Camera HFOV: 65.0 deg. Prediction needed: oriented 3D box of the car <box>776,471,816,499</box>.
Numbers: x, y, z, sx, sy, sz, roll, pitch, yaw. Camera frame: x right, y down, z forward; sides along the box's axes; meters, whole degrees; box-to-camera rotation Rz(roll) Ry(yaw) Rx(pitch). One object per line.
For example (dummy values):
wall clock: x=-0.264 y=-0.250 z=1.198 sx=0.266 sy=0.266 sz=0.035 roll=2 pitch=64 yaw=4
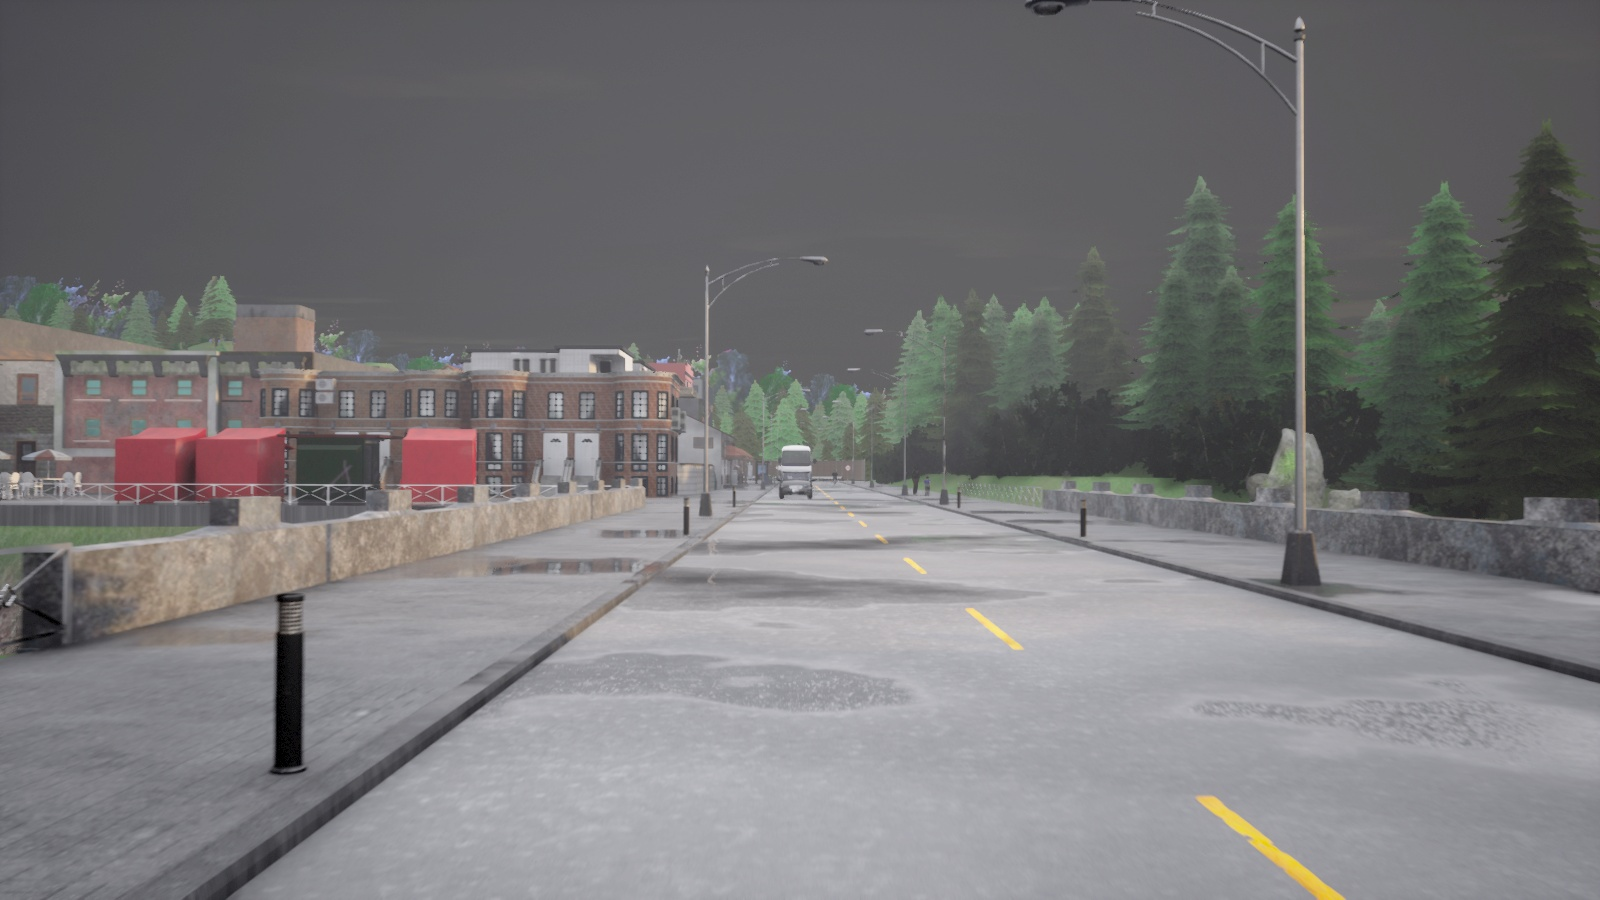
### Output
car: x=-0.211 y=1.944 z=70.021 sx=2.128 sy=1.511 sz=4.902 roll=0 pitch=-1 yaw=0
